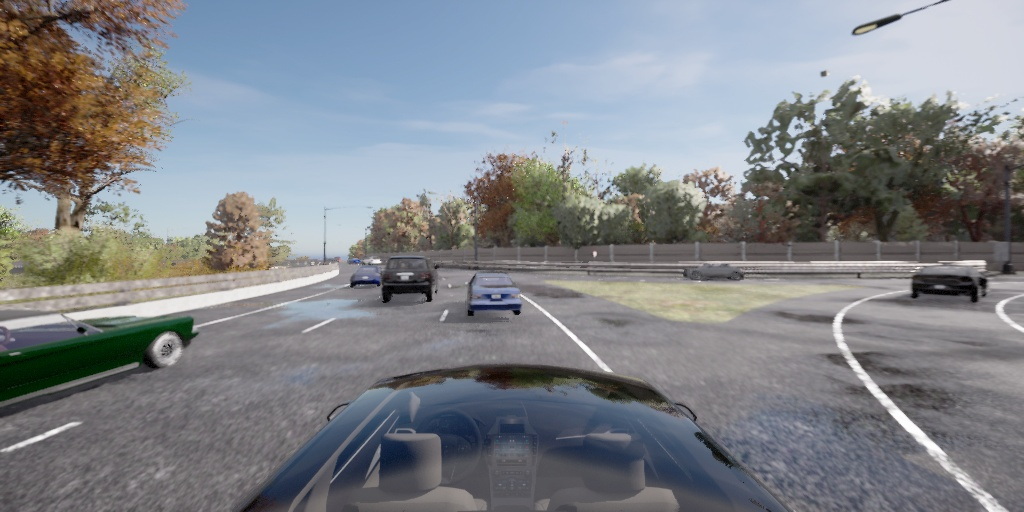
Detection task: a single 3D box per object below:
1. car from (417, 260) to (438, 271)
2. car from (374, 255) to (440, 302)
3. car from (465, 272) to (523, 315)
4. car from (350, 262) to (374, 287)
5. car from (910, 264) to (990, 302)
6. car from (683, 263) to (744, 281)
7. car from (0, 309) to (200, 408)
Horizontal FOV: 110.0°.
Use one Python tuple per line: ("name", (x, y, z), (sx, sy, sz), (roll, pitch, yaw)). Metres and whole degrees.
("car", (-12.324, 1.315, 52.167), (1.837, 1.490, 4.892), (0, 0, -26))
("car", (-4.772, 0.995, 17.345), (2.150, 2.045, 5.566), (0, 0, -8))
("car", (-0.791, 1.300, 13.594), (2.033, 1.411, 5.357), (0, 0, -7))
("car", (-9.848, 1.363, 24.978), (1.994, 1.385, 4.181), (0, 0, -12))
("car", (19.920, 1.123, 16.308), (5.008, 1.535, 1.882), (0, 0, -33))
("car", (15.845, 1.230, 28.324), (4.181, 1.385, 1.994), (0, 0, 18))
("car", (-7.064, 1.387, 4.922), (1.895, 1.301, 4.718), (0, 0, -2))
